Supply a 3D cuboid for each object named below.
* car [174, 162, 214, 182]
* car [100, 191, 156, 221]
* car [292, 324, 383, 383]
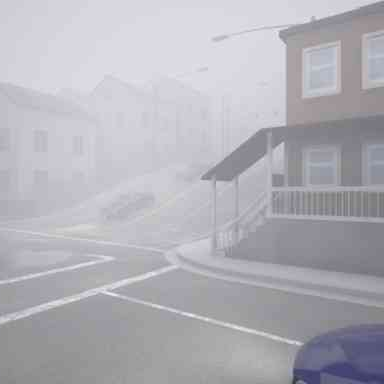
[{"bbox_3d":[0.175,-2.044,32.367,1.895,1.301,4.718,0,18,35],"label":"car"},{"bbox_3d":[-4.812,0.900,25.072,2.128,1.511,4.902,0,15,35],"label":"car"},{"bbox_3d":[2.931,1.526,1.873,4.674,1.442,1.812,0,0,36],"label":"car"}]
